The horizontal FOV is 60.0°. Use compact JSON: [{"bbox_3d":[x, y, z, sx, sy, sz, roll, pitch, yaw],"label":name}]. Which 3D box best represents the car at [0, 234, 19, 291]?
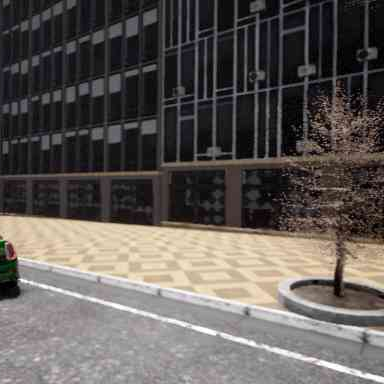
[{"bbox_3d":[-6.098,1.354,7.765,4.553,1.767,2.097,0,0,34],"label":"car"}]
